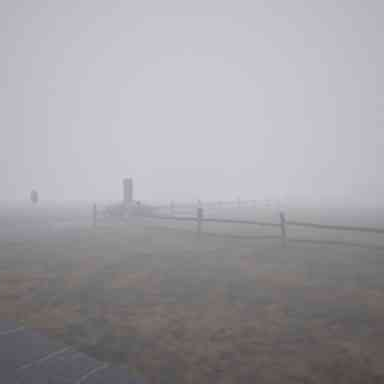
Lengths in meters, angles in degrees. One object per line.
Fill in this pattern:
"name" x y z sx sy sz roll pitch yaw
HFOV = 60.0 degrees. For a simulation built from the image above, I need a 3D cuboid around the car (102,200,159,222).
"car" -4.540 1.372 25.222 2.128 1.511 4.902 -2 -1 35
